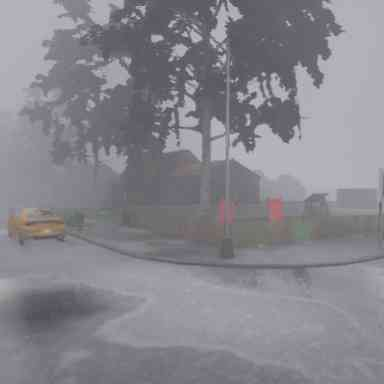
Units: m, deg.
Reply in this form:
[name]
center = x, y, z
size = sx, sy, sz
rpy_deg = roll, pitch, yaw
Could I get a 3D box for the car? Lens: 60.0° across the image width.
[car]
center = -7.563, 1.506, 16.033
size = 1.882, 1.535, 5.008
rpy_deg = 1, 0, -36
